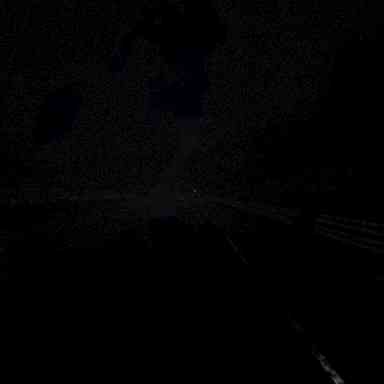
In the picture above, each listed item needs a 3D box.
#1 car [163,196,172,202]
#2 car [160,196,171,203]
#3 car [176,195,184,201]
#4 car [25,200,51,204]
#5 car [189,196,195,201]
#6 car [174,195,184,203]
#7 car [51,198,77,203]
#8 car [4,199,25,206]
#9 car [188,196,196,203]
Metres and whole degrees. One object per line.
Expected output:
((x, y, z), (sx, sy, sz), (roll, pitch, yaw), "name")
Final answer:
((-6.975, 1.907, 94.088), (2.128, 1.511, 4.902), (0, 0, 0), "car")
((-6.977, 1.932, 84.086), (1.812, 1.442, 4.674), (0, 0, 0), "car")
((-3.475, 1.765, 94.891), (2.097, 1.767, 4.553), (0, 0, 0), "car")
((-21.028, 1.756, 46.798), (1.895, 1.301, 4.718), (0, 0, 1), "car")
((0.025, 1.910, 94.919), (1.837, 1.490, 4.892), (0, 0, 0), "car")
((-3.476, 1.966, 84.885), (1.994, 1.385, 4.181), (0, 0, 0), "car")
((-17.532, 1.646, 47.030), (2.128, 1.511, 4.902), (0, 0, 1), "car")
((-24.528, 1.680, 46.839), (1.812, 1.442, 4.674), (0, 0, 1), "car")
((0.024, 1.951, 84.501), (2.033, 1.411, 5.357), (0, 0, 0), "car")
